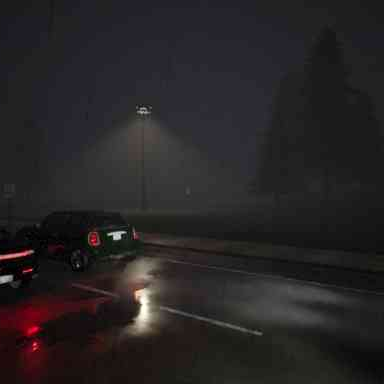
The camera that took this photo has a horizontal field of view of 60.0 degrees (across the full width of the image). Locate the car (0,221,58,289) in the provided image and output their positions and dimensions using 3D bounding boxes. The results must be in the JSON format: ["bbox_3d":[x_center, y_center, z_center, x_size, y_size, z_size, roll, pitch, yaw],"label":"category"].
[{"bbox_3d":[-5.611,1.490,7.893,4.902,1.511,2.128,0,0,36],"label":"car"}]

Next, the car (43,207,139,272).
[{"bbox_3d":[-3.925,1.351,10.992,4.553,1.767,2.097,0,0,36],"label":"car"}]
